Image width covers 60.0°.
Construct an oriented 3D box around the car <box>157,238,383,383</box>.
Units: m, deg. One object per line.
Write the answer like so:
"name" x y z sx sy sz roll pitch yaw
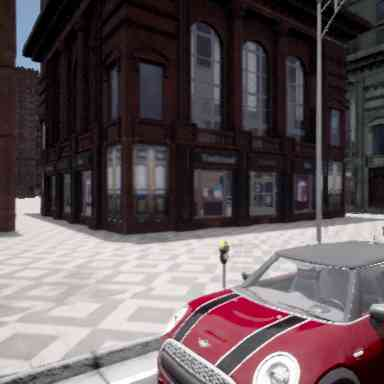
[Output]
"car" 1.590 1.437 4.098 4.097 1.590 1.967 0 0 -35
